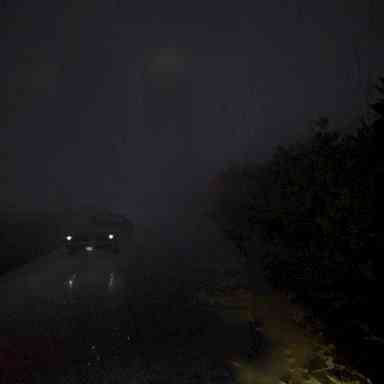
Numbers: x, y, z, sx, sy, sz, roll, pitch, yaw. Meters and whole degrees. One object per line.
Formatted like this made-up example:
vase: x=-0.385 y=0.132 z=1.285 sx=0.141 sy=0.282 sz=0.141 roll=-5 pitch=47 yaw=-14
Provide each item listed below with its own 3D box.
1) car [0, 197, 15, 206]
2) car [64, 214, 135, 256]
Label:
car: x=-39.323 y=2.018 z=67.580 sx=4.611 sy=1.667 sz=2.242 roll=-2 pitch=1 yaw=-2
car: x=-3.601 y=1.636 z=13.676 sx=1.895 sy=1.301 sz=4.718 roll=-2 pitch=0 yaw=-2
